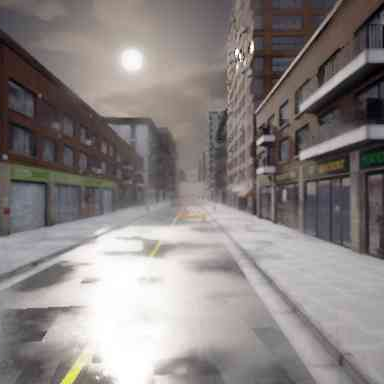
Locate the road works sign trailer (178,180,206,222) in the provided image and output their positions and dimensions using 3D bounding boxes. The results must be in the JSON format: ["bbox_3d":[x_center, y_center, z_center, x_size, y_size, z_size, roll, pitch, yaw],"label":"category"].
[{"bbox_3d":[-0.008,0.757,29.039,2.380,3.560,2.880,0,-1,0],"label":"road works sign trailer"}]

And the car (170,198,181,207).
[{"bbox_3d":[-3.037,2.029,65.049,2.097,1.767,4.553,0,-1,0],"label":"car"}]
